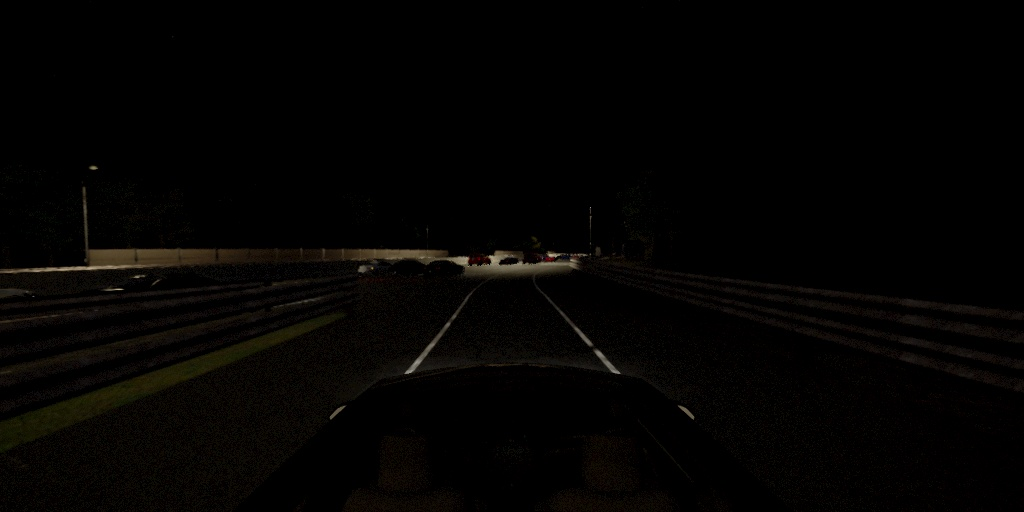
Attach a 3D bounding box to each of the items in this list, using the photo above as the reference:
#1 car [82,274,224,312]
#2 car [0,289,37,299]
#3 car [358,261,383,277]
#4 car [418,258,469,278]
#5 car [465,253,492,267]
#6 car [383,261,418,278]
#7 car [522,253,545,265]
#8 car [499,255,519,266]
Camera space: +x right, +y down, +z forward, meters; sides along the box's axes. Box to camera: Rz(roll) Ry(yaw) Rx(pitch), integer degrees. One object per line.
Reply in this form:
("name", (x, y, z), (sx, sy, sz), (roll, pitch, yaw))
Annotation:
("car", (-12.284, 1.402, 13.493), (1.837, 1.490, 4.892), (0, 1, 18))
("car", (-20.061, 1.527, 12.277), (1.812, 1.442, 4.674), (0, 1, 18))
("car", (-12.705, 1.215, 34.474), (1.812, 1.442, 4.674), (0, 1, 18))
("car", (-6.058, 1.117, 32.283), (1.882, 1.535, 5.008), (0, 1, 18))
("car", (-5.127, 0.607, 57.354), (2.150, 2.045, 5.566), (0, 1, 18))
("car", (-9.382, 1.169, 33.377), (1.837, 1.490, 4.892), (0, 1, 18))
("car", (3.404, 0.482, 60.848), (2.150, 2.045, 5.566), (0, 1, 18))
("car", (-0.560, 0.859, 60.005), (2.033, 1.411, 5.357), (0, 1, 18))
